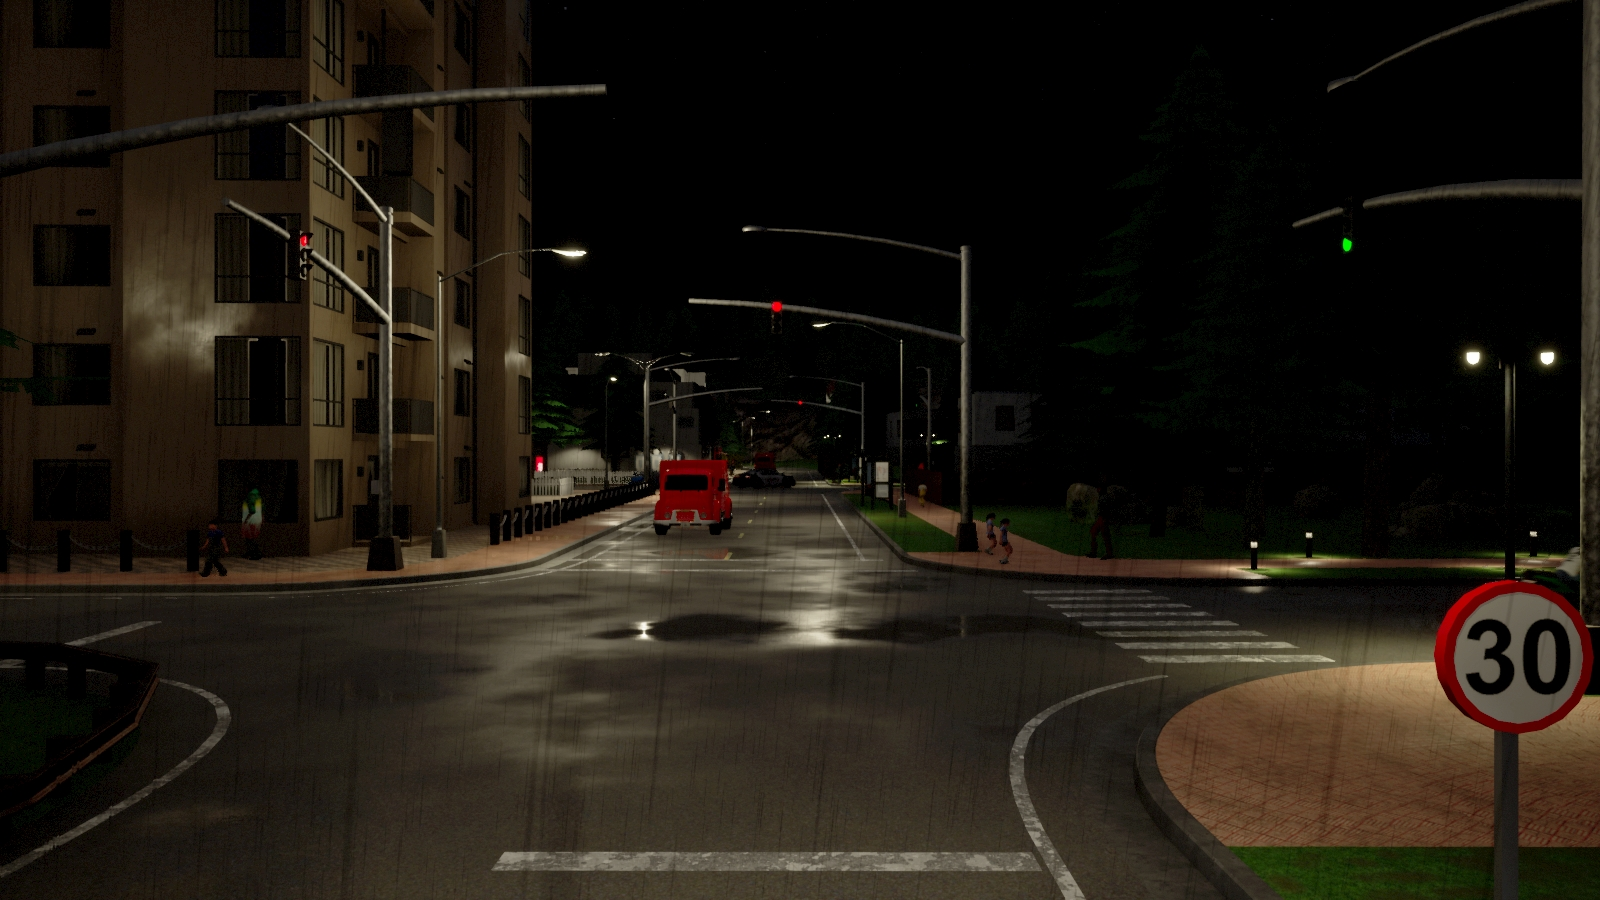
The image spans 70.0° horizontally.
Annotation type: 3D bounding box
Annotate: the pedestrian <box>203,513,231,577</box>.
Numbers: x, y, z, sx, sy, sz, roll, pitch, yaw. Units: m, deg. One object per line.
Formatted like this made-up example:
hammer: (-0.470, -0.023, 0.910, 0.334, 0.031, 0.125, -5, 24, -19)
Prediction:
pedestrian: (-12.231, 1.976, 23.953, 0.375, 1.300, 0.375, 0, 0, 27)

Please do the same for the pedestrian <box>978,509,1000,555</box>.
pedestrian: (4.741, 2.058, 28.742, 0.500, 1.100, 0.500, 0, 0, 4)

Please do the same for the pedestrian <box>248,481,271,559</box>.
pedestrian: (-12.975, 1.677, 27.429, 0.375, 1.860, 0.375, 0, 0, -5)

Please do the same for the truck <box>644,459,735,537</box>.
truck: (-3.689, 1.548, 39.174, 2.627, 2.467, 5.204, 0, 0, 0)

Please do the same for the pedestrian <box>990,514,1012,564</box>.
pedestrian: (4.650, 2.057, 26.403, 0.500, 1.100, 0.500, 0, 0, 11)

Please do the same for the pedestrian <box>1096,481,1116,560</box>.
pedestrian: (7.279, 1.669, 27.173, 0.375, 1.860, 0.375, 0, 0, 2)
